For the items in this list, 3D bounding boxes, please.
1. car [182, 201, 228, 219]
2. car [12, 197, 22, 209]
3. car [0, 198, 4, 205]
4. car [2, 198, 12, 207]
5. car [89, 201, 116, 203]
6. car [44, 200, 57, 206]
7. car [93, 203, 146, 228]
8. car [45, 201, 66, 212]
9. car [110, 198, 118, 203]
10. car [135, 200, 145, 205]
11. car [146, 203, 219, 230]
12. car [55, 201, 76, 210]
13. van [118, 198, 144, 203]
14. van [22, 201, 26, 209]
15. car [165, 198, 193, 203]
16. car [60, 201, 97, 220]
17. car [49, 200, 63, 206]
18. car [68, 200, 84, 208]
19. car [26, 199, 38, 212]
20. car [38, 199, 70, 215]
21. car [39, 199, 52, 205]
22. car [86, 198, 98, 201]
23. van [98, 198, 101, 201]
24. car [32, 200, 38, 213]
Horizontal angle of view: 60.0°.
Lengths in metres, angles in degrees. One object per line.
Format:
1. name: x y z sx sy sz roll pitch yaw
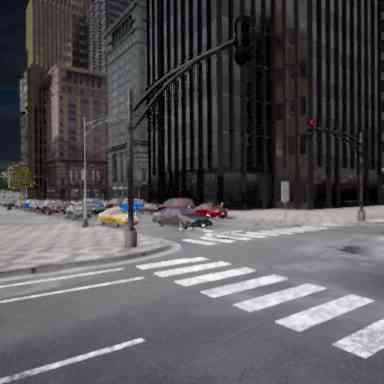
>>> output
1. car: 1.322 1.724 29.967 1.887 1.381 4.507 -2 0 -35
2. car: -31.190 2.299 61.048 1.967 1.590 4.097 -2 0 -35
3. car: -43.634 2.716 78.591 1.802 1.307 4.206 -2 0 -35
4. car: -40.523 2.612 74.206 1.887 1.381 4.507 -2 0 -35
5. car: -10.464 2.003 36.467 1.895 1.301 4.718 -1 0 -35
6. car: -33.976 2.557 79.711 1.947 1.339 4.313 -2 0 -35
7. car: -5.540 1.787 24.902 1.752 1.417 4.829 -2 0 -35
8. car: -21.377 2.170 52.013 1.882 1.535 5.008 -1 0 -35
9. car: -10.440 1.771 46.575 2.192 1.841 5.009 -2 0 -35
10. car: -4.555 1.900 38.272 1.802 1.307 4.206 -2 0 -35
11. car: -0.833 1.723 22.886 2.033 1.411 5.357 -1 0 -36
12. car: -22.294 2.252 58.490 2.033 1.411 5.357 -1 0 -35
13. van: -7.501 1.728 42.423 1.690 1.788 3.998 -2 0 -35
14. van: -25.434 2.068 52.933 1.690 1.788 3.998 -2 0 -35
15. car: -1.623 1.564 34.119 2.192 1.841 5.009 -2 0 -35
16. car: -11.292 1.948 33.010 2.008 1.369 4.403 -2 0 -35
17. car: -30.964 2.491 75.467 1.947 1.339 4.313 -2 0 -35
18. car: -21.933 2.303 62.739 1.802 1.307 4.206 -2 0 -35
19. car: -22.604 2.101 48.948 1.967 1.590 4.097 -2 0 -35
20. car: -16.953 1.845 40.979 2.192 1.841 5.009 -2 0 -35
21. car: -36.986 2.606 83.953 2.008 1.369 4.403 -2 0 -35
22. car: -16.255 2.044 50.064 1.882 1.535 5.008 -1 0 -35
23. van: -16.318 1.933 54.880 1.690 1.788 3.998 -2 0 -35
24. car: -19.775 2.140 44.964 1.887 1.381 4.507 -2 0 -35
